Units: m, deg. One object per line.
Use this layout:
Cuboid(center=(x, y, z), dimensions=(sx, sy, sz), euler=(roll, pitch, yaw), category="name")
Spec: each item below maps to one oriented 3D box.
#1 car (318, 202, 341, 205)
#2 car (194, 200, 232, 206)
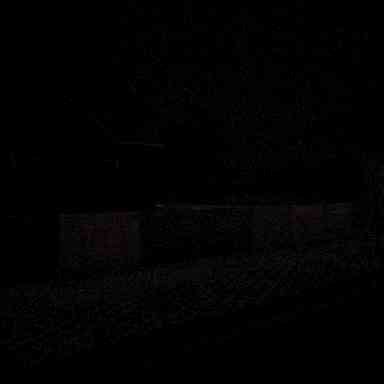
Cuboid(center=(12.222, 1.619, 27.899), dimensions=(4.902, 1.511, 2.128), euler=(0, 3, 37), category="car")
Cuboid(center=(2.273, 1.609, 35.957), dimensions=(4.902, 1.511, 2.128), euler=(0, 3, 42), category="car")
